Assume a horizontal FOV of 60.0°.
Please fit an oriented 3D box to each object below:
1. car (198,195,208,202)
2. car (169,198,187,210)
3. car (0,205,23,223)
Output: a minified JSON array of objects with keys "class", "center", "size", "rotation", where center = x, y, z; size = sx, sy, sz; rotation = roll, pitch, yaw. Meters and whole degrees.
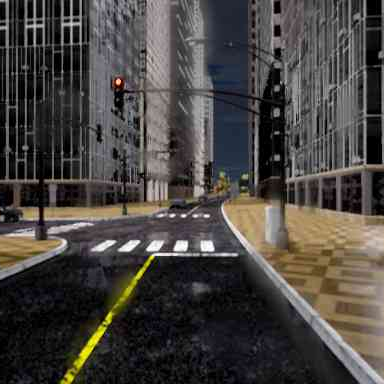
[{"class":"car","center":[2.450,1.371,73.722],"size":[2.128,1.511,4.902],"rotation":[0,0,8]},{"class":"car","center":[-1.658,1.507,41.923],"size":[2.033,1.411,5.357],"rotation":[0,0,5]},{"class":"car","center":[-16.573,1.833,28.184],"size":[4.403,1.369,2.008],"rotation":[-1,1,10]}]
